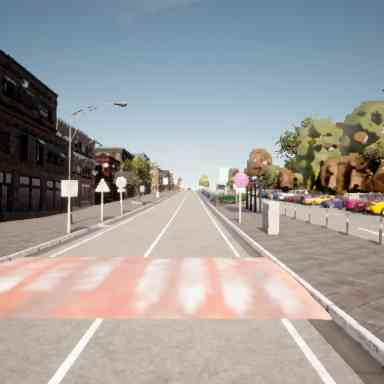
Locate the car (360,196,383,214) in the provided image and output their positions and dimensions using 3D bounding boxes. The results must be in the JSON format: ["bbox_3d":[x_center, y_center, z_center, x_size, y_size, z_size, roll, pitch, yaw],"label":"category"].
[{"bbox_3d":[18.839,1.386,30.875,5.008,1.535,2.097,0,1,0],"label":"car"}]

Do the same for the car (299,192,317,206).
[{"bbox_3d":[18.635,1.134,47.527,5.366,1.575,1.946,0,1,0],"label":"car"}]

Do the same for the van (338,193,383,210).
[{"bbox_3d":[18.953,1.077,36.424,4.442,1.987,1.878,0,1,0],"label":"van"}]

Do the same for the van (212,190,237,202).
[{"bbox_3d":[5.840,0.715,60.596,4.442,1.987,1.878,0,1,0],"label":"van"}]

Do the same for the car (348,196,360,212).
[{"bbox_3d":[18.837,1.385,33.653,4.674,1.452,2.002,0,1,0],"label":"car"}]

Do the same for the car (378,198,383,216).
[{"bbox_3d":[18.846,1.469,28.101,4.674,1.452,2.002,0,1,0],"label":"car"}]

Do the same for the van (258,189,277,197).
[{"bbox_3d":[18.888,0.292,83.608,4.442,1.987,1.878,0,1,0],"label":"van"}]

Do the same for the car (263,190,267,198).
[{"bbox_3d":[18.757,0.781,72.505,4.792,1.488,2.163,0,1,0],"label":"car"}]

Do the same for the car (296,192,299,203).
[{"bbox_3d":[18.846,1.125,50.303,4.792,1.488,2.163,0,1,0],"label":"car"}]

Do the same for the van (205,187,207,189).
[{"bbox_3d":[5.813,0.368,80.225,4.442,1.987,1.878,0,1,0],"label":"van"}]

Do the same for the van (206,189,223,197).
[{"bbox_3d":[5.806,0.241,85.829,4.442,1.987,1.878,0,1,0],"label":"van"}]

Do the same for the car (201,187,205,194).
[{"bbox_3d":[5.665,0.279,83.024,5.566,2.045,2.435,0,1,0],"label":"car"}]

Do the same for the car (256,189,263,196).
[{"bbox_3d":[18.751,0.388,78.056,5.566,2.045,2.435,0,1,0],"label":"car"}]

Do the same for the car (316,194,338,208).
[{"bbox_3d":[18.800,1.249,41.977,4.792,1.488,2.163,0,1,0],"label":"car"}]

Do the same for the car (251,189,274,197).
[{"bbox_3d":[18.793,0.140,89.157,5.566,2.045,2.435,0,1,0],"label":"car"}]

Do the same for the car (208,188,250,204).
[{"bbox_3d":[5.707,0.815,52.186,5.566,2.045,2.435,0,1,0],"label":"car"}]

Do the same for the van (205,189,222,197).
[{"bbox_3d":[5.802,0.177,88.631,4.442,1.987,1.878,0,1,0],"label":"van"}]

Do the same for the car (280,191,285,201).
[{"bbox_3d":[18.811,0.971,58.629,5.008,1.535,2.097,0,1,0],"label":"car"}]

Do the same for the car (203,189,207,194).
[{"bbox_3d":[5.707,0.652,77.423,4.892,1.521,2.231,0,1,0],"label":"car"}]

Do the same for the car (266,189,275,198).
[{"bbox_3d":[18.975,0.795,69.733,5.366,1.575,1.946,0,1,0],"label":"car"}]

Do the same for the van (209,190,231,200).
[{"bbox_3d":[5.829,0.583,69.007,4.442,1.987,1.878,0,1,0],"label":"van"}]

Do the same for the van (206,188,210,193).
[{"bbox_3d":[5.599,0.630,66.205,4.442,1.987,1.878,0,1,0],"label":"van"}]

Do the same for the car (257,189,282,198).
[{"bbox_3d":[18.804,0.330,80.832,5.566,2.045,2.435,0,1,0],"label":"car"}]

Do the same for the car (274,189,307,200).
[{"bbox_3d":[18.773,0.678,61.400,5.566,2.045,2.435,0,1,0],"label":"car"}]

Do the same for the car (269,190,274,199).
[{"bbox_3d":[18.789,0.844,66.956,5.008,1.535,2.097,0,1,0],"label":"car"}]

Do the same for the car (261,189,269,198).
[{"bbox_3d":[18.812,0.725,75.287,4.792,1.488,2.163,0,1,0],"label":"car"}]

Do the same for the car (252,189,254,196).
[{"bbox_3d":[18.954,0.452,86.387,5.366,1.575,1.946,0,1,0],"label":"car"}]

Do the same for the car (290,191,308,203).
[{"bbox_3d":[18.820,1.055,53.077,4.892,1.521,2.231,0,1,0],"label":"car"}]

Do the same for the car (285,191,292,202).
[{"bbox_3d":[18.815,1.012,55.853,5.008,1.535,2.097,0,1,0],"label":"car"}]
